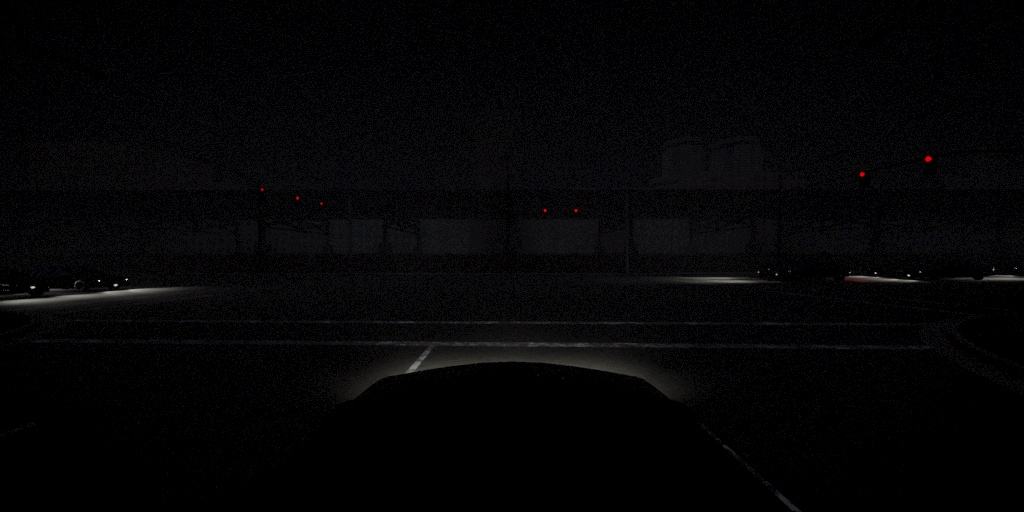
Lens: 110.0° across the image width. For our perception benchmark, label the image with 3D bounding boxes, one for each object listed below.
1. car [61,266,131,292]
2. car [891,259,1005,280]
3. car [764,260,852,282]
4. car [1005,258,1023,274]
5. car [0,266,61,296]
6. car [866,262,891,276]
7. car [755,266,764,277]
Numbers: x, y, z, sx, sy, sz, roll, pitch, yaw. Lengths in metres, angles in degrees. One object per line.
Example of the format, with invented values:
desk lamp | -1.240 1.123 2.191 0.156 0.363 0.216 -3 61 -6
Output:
car | -25.284 1.274 20.545 5.357 1.411 2.033 0 0 2
car | 31.762 1.010 26.240 5.357 1.411 2.033 -1 0 1
car | 22.054 1.070 26.489 4.902 1.511 2.128 -1 0 1
car | 43.072 0.824 29.437 5.357 1.411 2.033 -1 0 1
car | -25.110 1.237 17.041 4.892 1.490 1.837 0 0 2
car | 32.851 0.991 29.712 5.357 1.411 2.033 -1 0 1
car | 23.111 1.056 29.970 4.902 1.511 2.128 -1 0 2
